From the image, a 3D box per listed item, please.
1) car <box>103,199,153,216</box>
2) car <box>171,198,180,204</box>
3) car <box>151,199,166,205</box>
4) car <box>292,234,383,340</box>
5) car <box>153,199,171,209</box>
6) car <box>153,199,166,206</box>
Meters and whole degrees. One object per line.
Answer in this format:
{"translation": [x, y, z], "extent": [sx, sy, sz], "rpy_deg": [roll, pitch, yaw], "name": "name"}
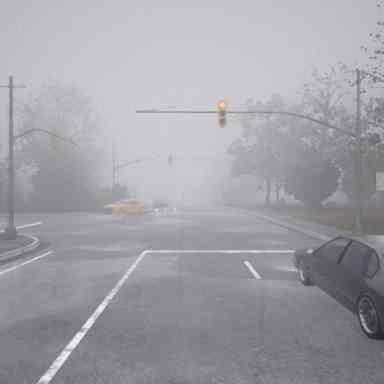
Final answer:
{"translation": [-6.467, 1.486, 32.800], "extent": [1.882, 1.535, 5.008], "rpy_deg": [1, 0, 32], "name": "car"}
{"translation": [-4.535, 2.189, 83.014], "extent": [2.097, 1.767, 4.553], "rpy_deg": [0, -1, -22], "name": "car"}
{"translation": [-8.315, 2.405, 83.071], "extent": [2.033, 1.411, 5.357], "rpy_deg": [0, -1, -25], "name": "car"}
{"translation": [3.592, 1.547, 6.458], "extent": [2.033, 1.411, 5.357], "rpy_deg": [0, 0, 0], "name": "car"}
{"translation": [-4.409, 1.682, 48.095], "extent": [2.033, 1.411, 5.357], "rpy_deg": [0, -1, -5], "name": "car"}
{"translation": [-6.227, 1.969, 62.785], "extent": [2.033, 1.411, 5.357], "rpy_deg": [0, -1, -10], "name": "car"}
